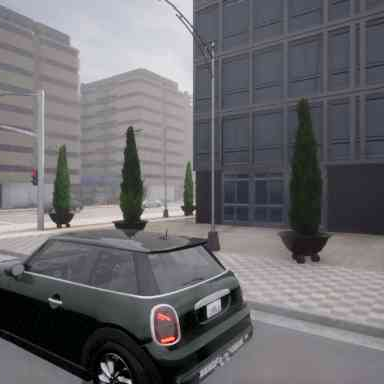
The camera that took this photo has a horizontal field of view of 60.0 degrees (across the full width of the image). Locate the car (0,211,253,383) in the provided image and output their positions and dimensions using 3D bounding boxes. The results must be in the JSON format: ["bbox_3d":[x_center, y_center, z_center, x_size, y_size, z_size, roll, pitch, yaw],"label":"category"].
[{"bbox_3d":[-1.477,1.352,5.047,4.553,1.767,2.097,0,0,35],"label":"car"}]

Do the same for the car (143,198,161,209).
[{"bbox_3d":[-6.243,1.582,47.091,1.812,1.442,4.674,0,0,35],"label":"car"}]

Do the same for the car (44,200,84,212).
[{"bbox_3d":[-14.094,1.560,35.986,1.837,1.490,4.892,0,0,35],"label":"car"}]
